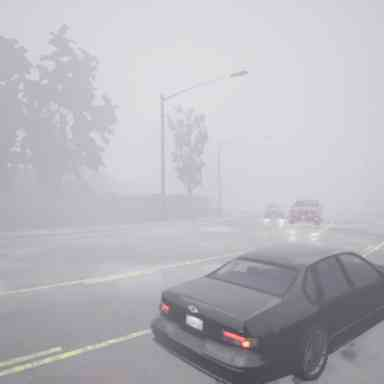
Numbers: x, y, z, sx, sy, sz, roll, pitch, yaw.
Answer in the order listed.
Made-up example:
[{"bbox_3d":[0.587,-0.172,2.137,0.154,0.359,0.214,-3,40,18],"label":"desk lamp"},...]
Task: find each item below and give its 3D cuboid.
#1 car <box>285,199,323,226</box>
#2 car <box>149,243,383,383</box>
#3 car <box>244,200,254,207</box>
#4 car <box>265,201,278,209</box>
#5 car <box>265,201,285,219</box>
[{"bbox_3d":[9.321,1.560,26.878,2.150,2.045,5.566,0,-1,26],"label":"car"},{"bbox_3d":[1.911,1.600,5.557,5.357,1.411,2.033,1,-1,-41],"label":"car"},{"bbox_3d":[12.884,2.598,75.843,2.128,1.511,4.902,-1,-1,3],"label":"car"},{"bbox_3d":[15.830,2.493,66.502,1.812,1.442,4.674,-1,-1,4],"label":"car"},{"bbox_3d":[8.727,2.005,34.870,1.812,1.442,4.674,0,-1,17],"label":"car"}]
